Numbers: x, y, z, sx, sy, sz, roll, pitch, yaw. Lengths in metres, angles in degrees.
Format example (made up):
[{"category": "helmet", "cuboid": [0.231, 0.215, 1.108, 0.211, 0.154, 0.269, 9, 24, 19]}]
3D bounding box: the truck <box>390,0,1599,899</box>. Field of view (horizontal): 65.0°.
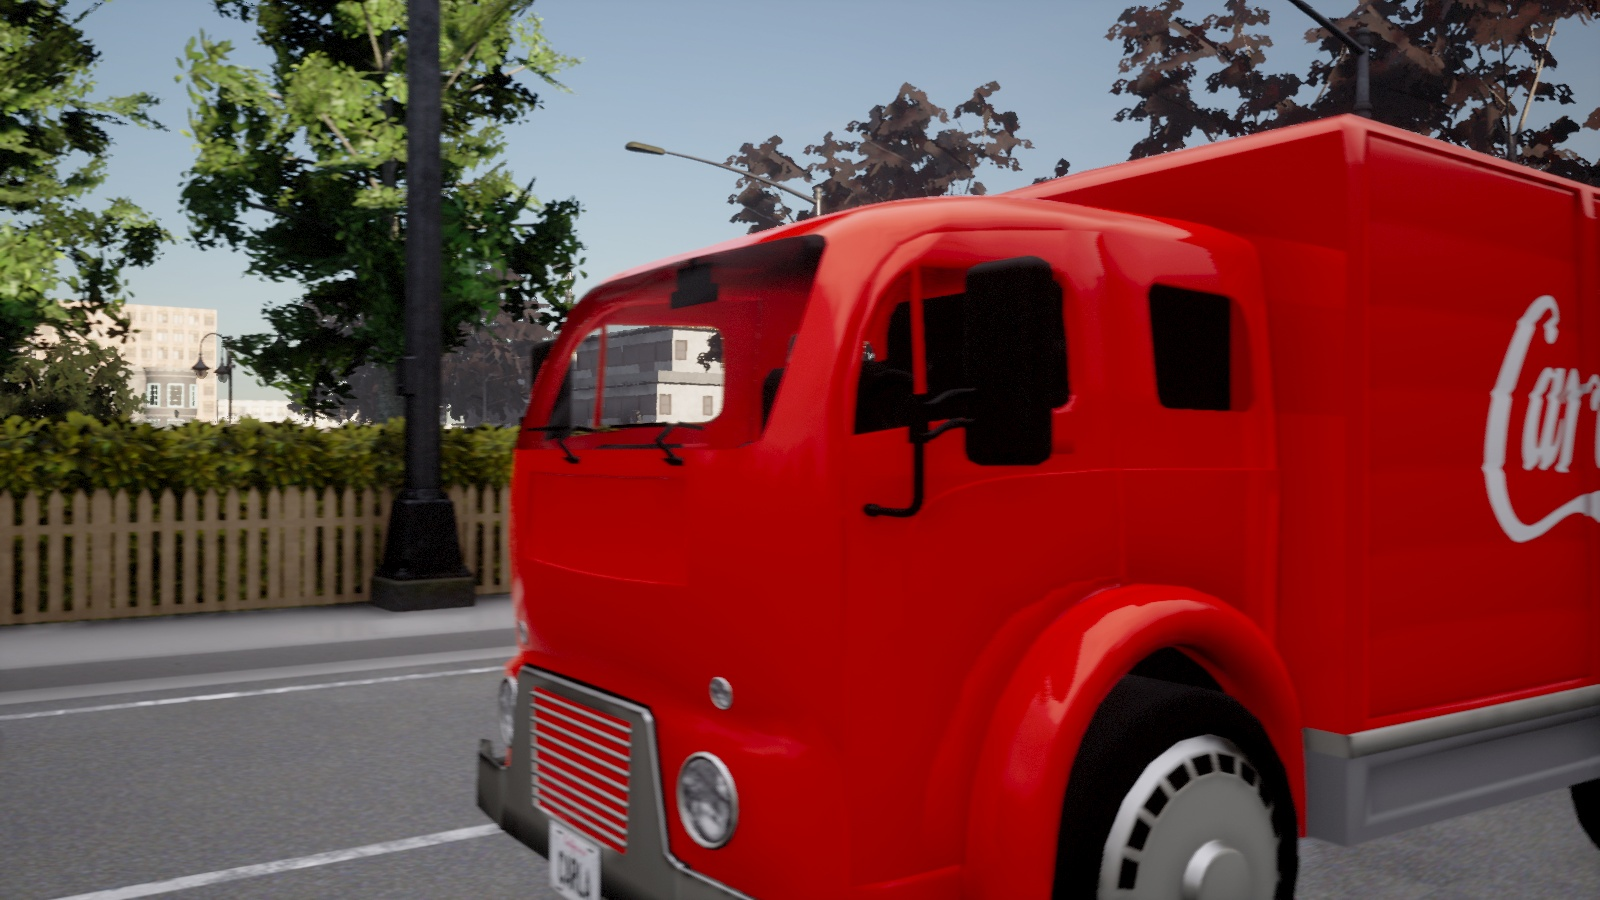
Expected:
[{"category": "truck", "cuboid": [1.489, 0.268, 4.688, 5.204, 2.467, 2.627, 0, 0, -35]}]
